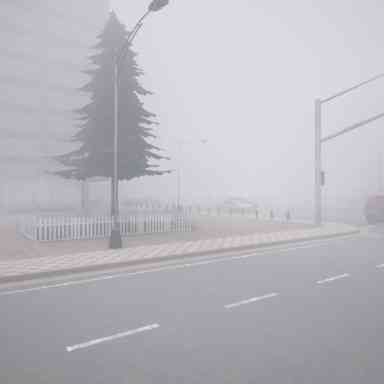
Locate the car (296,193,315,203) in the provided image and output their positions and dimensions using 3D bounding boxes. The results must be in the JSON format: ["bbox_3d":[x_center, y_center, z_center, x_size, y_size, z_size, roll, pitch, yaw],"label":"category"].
[{"bbox_3d":[21.792,1.395,62.872,1.970,1.475,3.806,0,0,-36],"label":"car"}]

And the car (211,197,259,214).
[{"bbox_3d":[4.470,1.526,35.058,1.812,1.442,4.674,0,0,-36],"label":"car"}]

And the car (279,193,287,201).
[{"bbox_3d":[20.086,1.364,80.198,1.784,1.438,3.905,0,0,-36],"label":"car"}]

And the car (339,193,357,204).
[{"bbox_3d":[35.502,1.153,72.750,1.932,1.855,4.605,0,0,-36],"label":"car"}]

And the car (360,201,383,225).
[{"bbox_3d":[13.879,1.564,22.064,1.994,1.385,4.181,0,0,-37],"label":"car"}]

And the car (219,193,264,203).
[{"bbox_3d":[5.735,1.353,39.269,2.097,1.767,4.553,0,0,-36],"label":"car"}]

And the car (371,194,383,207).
[{"bbox_3d":[27.334,1.153,45.441,1.932,1.855,4.605,0,0,-36],"label":"car"}]

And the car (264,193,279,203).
[{"bbox_3d":[17.728,1.395,78.519,1.970,1.475,3.806,0,0,-36],"label":"car"}]

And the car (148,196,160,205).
[{"bbox_3d":[-7.263,1.477,57.497,1.882,1.535,5.008,0,0,-35],"label":"car"}]

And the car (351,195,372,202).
[{"bbox_3d":[37.899,1.364,74.378,1.784,1.438,3.905,0,0,-36],"label":"car"}]

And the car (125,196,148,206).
[{"bbox_3d":[-9.402,1.565,54.453,1.994,1.385,4.181,0,0,-35],"label":"car"}]

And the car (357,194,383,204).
[{"bbox_3d":[16.163,1.223,25.480,2.150,2.045,5.566,0,0,-42],"label":"car"}]

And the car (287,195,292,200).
[{"bbox_3d":[22.243,1.153,81.796,1.932,1.855,4.605,0,0,-36],"label":"car"}]
